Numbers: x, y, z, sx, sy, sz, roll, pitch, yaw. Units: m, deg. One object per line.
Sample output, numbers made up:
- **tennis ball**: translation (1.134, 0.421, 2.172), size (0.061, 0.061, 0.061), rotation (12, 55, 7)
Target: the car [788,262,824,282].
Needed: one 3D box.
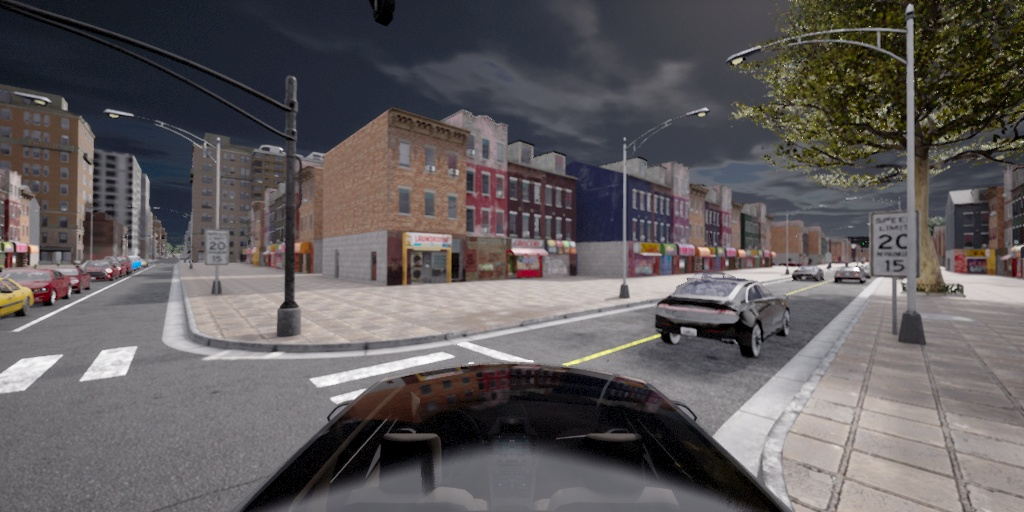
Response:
- **car**: translation (27.669, 1.583, 33.413), size (5.357, 1.411, 2.033), rotation (1, -1, -43)

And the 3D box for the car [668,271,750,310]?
- **car**: translation (8.872, 1.421, 15.981), size (4.181, 1.385, 1.994), rotation (1, -1, -43)

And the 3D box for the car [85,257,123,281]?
- **car**: translation (-30.597, 1.042, 26.455), size (1.967, 1.591, 4.097), rotation (0, 0, -43)

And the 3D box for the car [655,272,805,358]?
- **car**: translation (5.241, 1.287, 8.693), size (4.902, 1.511, 2.128), rotation (1, -1, -43)

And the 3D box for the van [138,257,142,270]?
- **van**: translation (-45.919, 0.909, 42.825), size (1.690, 1.789, 3.998), rotation (0, 0, -43)

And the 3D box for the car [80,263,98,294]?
- **car**: translation (-22.936, 1.208, 18.271), size (1.802, 1.307, 4.207), rotation (0, 0, -43)

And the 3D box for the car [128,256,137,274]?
- **car**: translation (-38.258, 0.898, 34.640), size (2.192, 1.841, 5.009), rotation (0, 0, -43)

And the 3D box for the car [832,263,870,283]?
- **car**: translation (29.335, 1.570, 31.092), size (5.357, 1.411, 2.033), rotation (1, -1, -43)

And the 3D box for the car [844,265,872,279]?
- **car**: translation (36.929, 1.695, 38.230), size (4.718, 1.301, 1.895), rotation (1, -1, -42)

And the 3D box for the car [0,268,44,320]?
- **car**: translation (-15.160, 1.181, 9.963), size (1.751, 1.417, 4.829), rotation (0, 0, -43)

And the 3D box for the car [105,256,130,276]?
- **car**: translation (-34.427, 1.032, 30.548), size (1.967, 1.591, 4.097), rotation (0, 0, -43)

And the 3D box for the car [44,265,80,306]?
- **car**: translation (-19.106, 1.185, 14.179), size (1.888, 1.381, 4.507), rotation (0, 0, -43)
